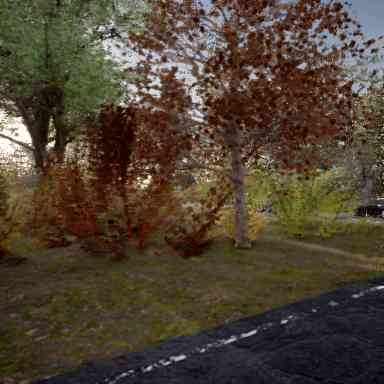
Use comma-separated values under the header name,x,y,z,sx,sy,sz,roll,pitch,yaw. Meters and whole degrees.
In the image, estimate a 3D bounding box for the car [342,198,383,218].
name,x,y,z,sx,sy,sz,roll,pitch,yaw
car,14.533,1.242,26.620,1.837,1.490,4.892,0,1,-33

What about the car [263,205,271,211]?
name,x,y,z,sx,sy,sz,roll,pitch,yaw
car,6.299,1.003,33.123,2.097,1.767,4.553,-1,1,-36
